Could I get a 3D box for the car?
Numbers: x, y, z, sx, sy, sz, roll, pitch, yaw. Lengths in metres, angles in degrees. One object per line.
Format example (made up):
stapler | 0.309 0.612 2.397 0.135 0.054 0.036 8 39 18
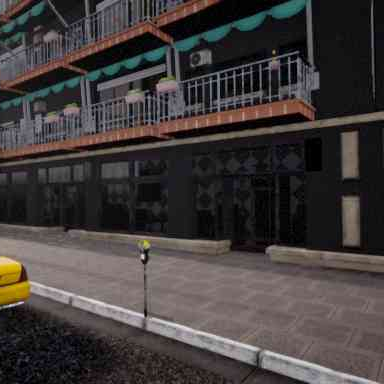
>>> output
car | -5.422 1.458 6.803 5.366 1.575 1.801 0 0 35
